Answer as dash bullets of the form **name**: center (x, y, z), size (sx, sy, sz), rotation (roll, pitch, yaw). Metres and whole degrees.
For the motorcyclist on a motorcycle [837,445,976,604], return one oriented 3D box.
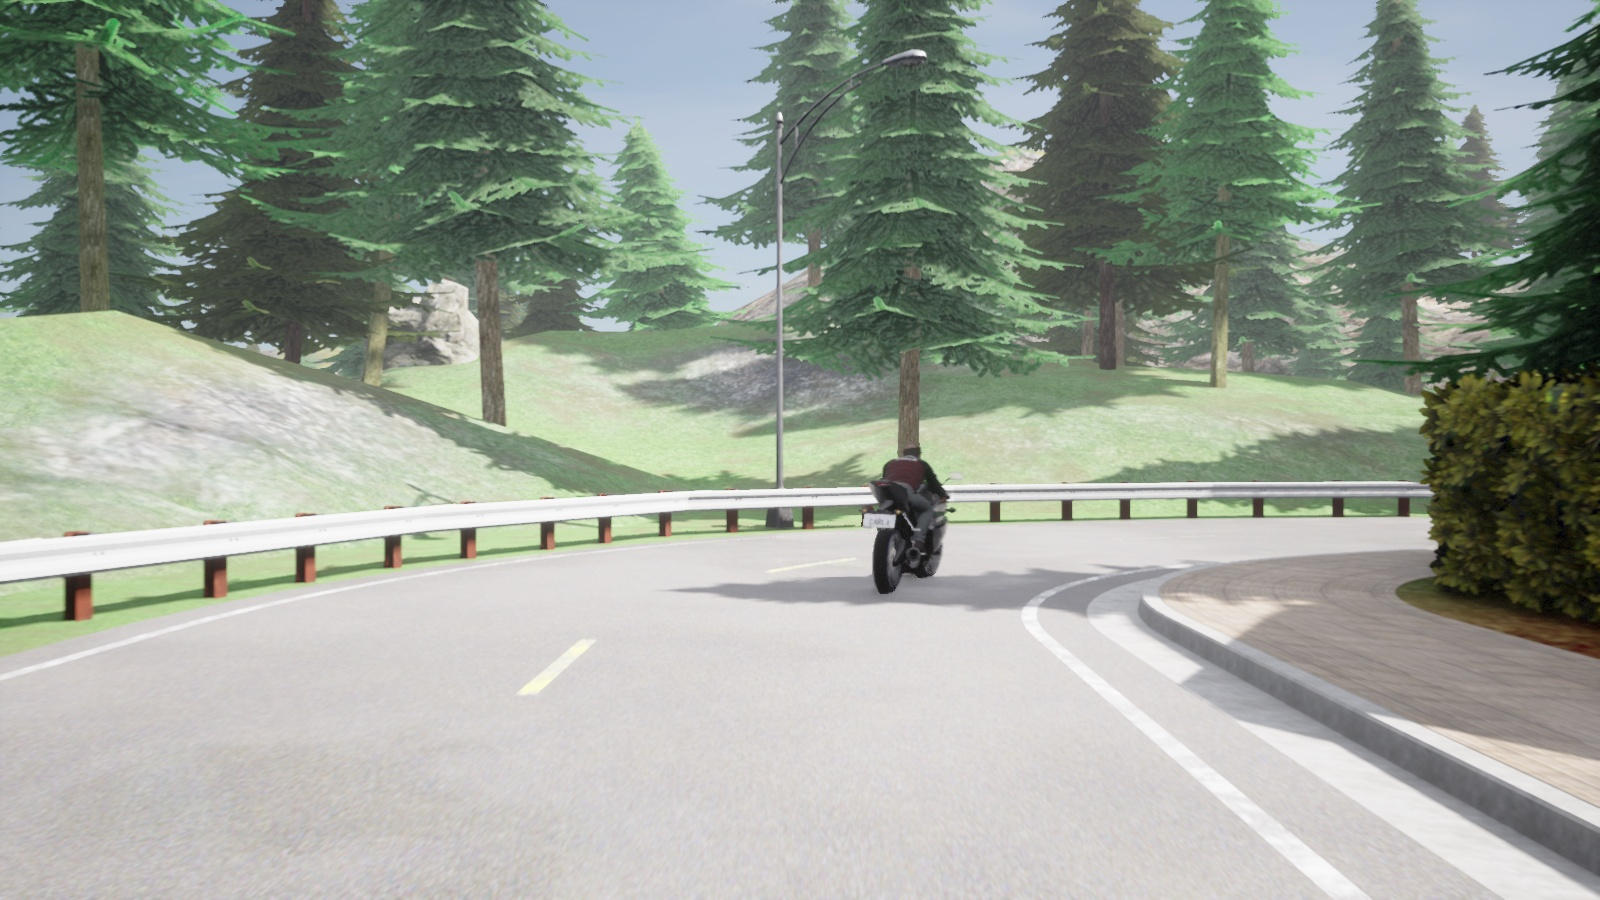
- **motorcyclist on a motorcycle**: center (1.181, 0.722, 13.390), size (0.866, 1.530, 2.191), rotation (1, 1, 21)
